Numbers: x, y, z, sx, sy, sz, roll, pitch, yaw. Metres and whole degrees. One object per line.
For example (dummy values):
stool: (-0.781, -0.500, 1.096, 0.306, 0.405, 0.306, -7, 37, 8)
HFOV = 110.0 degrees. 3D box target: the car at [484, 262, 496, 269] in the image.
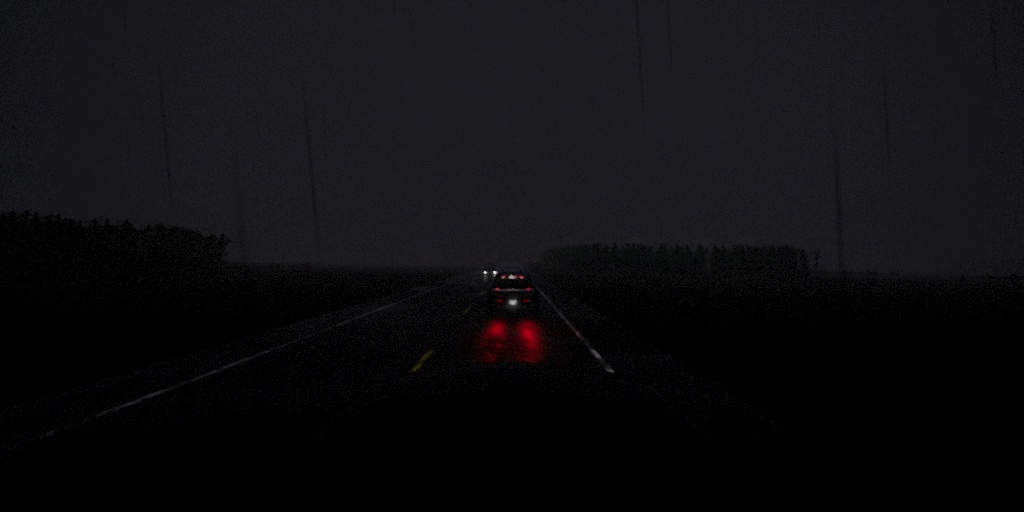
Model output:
car: (-3.537, 1.776, 59.363, 1.837, 1.490, 4.892, 0, 0, 0)

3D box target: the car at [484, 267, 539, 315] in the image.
car: (0.051, 1.356, 14.270, 2.128, 1.511, 4.902, 0, 0, 0)
